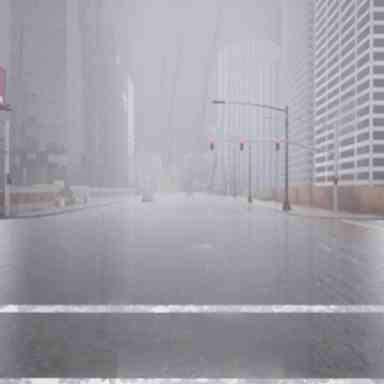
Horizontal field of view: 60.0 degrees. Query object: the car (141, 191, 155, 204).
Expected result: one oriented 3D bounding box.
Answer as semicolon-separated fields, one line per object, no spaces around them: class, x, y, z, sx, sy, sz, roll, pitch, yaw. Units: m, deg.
car;-7.189;1.098;54.741;1.837;1.490;4.892;0;1;0
